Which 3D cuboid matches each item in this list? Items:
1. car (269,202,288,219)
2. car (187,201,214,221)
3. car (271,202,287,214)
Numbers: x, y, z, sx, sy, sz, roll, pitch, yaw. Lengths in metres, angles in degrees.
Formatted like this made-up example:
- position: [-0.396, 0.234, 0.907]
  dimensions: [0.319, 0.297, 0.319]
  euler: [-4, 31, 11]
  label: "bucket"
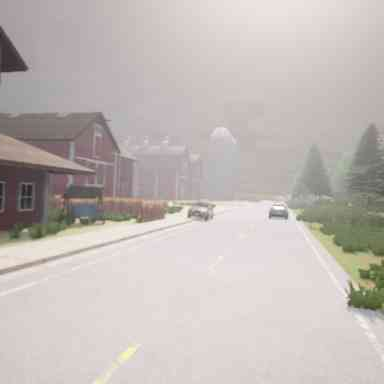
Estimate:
- position: [9.282, 2.104, 35.686]
  dimensions: [1.994, 1.385, 4.181]
  euler: [2, 0, 15]
  label: "car"
- position: [0.867, 1.605, 29.540]
  dimensions: [1.816, 1.474, 4.193]
  euler: [8, 1, 12]
  label: "car"
- position: [12.712, 2.231, 48.663]
  dimensions: [2.128, 1.511, 4.902]
  euler: [2, 0, 15]
  label: "car"
